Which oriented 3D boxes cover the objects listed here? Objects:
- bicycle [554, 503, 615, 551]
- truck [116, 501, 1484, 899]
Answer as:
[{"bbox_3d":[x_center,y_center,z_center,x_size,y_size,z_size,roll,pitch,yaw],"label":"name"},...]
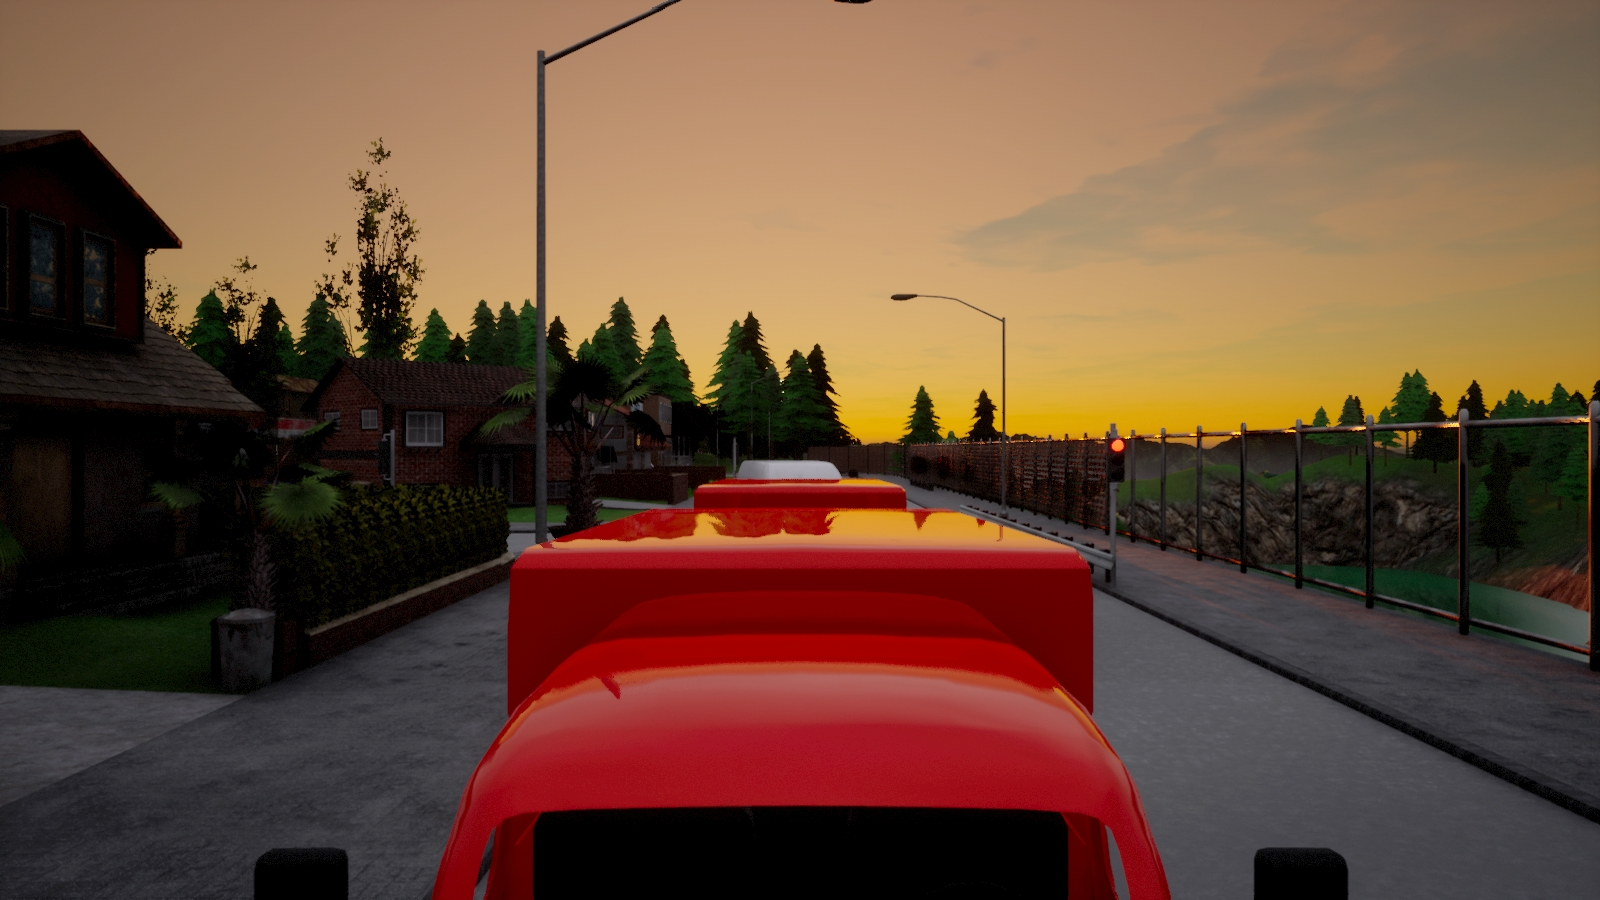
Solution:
[{"bbox_3d":[-6.036,2.146,32.087,1.487,1.276,0.859,0,0,8],"label":"bicycle"},{"bbox_3d":[-0.002,1.566,4.797,2.627,2.467,5.204,0,0,0],"label":"truck"}]
